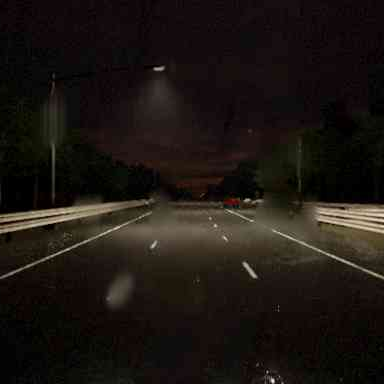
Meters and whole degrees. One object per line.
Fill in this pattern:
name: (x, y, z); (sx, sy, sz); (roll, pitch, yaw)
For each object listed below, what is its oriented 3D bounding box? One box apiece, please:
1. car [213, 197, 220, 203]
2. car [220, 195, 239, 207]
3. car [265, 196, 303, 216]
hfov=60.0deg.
car: (7.032, 2.080, 85.877); (1.837, 1.490, 4.892); (0, 0, 0)
car: (7.112, 1.594, 61.293); (2.150, 2.045, 5.566); (0, 0, -4)
car: (10.651, 1.465, 38.781); (2.150, 2.045, 5.566); (0, 0, -16)
